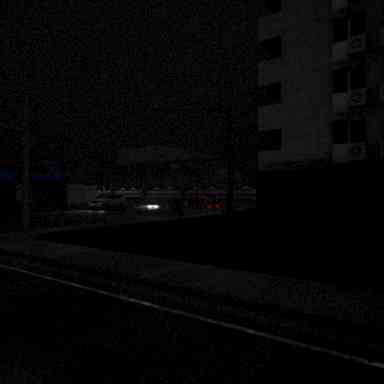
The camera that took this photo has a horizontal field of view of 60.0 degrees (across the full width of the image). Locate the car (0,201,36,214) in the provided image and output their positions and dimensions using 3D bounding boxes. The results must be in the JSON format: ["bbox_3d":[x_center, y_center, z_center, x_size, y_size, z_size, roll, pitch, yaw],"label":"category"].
[{"bbox_3d":[-17.969,1.601,32.505,1.895,1.301,4.718,0,0,35],"label":"car"}]

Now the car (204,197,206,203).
[{"bbox_3d":[3.835,1.352,67.370,2.097,1.767,4.553,0,0,-8],"label":"car"}]

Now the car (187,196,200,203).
[{"bbox_3d":[0.293,1.564,67.513,1.994,1.385,4.181,0,0,-8],"label":"car"}]

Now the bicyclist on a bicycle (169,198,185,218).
[{"bbox_3d":[-1.250,1.300,27.342,1.656,1.620,0.582,0,0,36],"label":"bicyclist on a bicycle"}]

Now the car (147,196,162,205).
[{"bbox_3d":[-6.620,1.493,59.049,2.128,1.511,4.902,0,0,5],"label":"car"}]

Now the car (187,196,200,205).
[{"bbox_3d":[0.352,1.564,59.102,1.994,1.385,4.181,0,0,4],"label":"car"}]

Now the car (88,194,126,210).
[{"bbox_3d":[-10.940,1.223,43.346,2.150,2.045,5.566,0,0,26],"label":"car"}]

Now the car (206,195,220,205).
[{"bbox_3d":[3.825,1.526,58.512,1.812,1.442,4.674,0,0,4],"label":"car"}]
